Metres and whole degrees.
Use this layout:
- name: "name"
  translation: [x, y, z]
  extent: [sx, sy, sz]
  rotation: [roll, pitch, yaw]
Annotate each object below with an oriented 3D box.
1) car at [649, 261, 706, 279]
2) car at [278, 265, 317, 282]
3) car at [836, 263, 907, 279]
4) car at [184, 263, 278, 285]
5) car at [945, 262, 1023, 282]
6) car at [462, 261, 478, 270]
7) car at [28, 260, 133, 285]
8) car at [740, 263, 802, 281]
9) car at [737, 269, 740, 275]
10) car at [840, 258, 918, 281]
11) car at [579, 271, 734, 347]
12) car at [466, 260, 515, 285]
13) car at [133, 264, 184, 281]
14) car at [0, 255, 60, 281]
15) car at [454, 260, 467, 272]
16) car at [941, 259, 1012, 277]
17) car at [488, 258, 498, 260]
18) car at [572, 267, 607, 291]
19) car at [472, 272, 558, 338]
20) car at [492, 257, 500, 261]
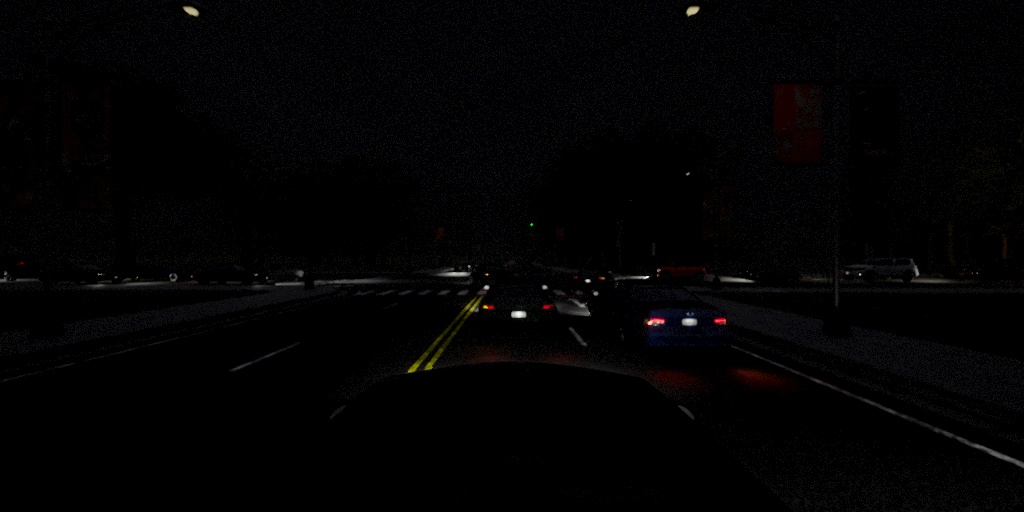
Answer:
- name: "car"
  translation: [14.590, 1.215, 31.826]
  extent: [4.553, 1.767, 2.097]
  rotation: [0, 0, -1]
- name: "car"
  translation: [-18.084, 1.319, 28.156]
  extent: [4.718, 1.301, 1.895]
  rotation: [0, 0, -1]
- name: "car"
  translation: [35.283, 1.451, 35.239]
  extent: [5.008, 1.535, 1.882]
  rotation: [0, 0, 1]
- name: "car"
  translation: [-19.396, 1.239, 24.902]
  extent: [4.674, 1.442, 1.812]
  rotation: [0, 0, -2]
- name: "car"
  translation: [42.649, 1.517, 32.034]
  extent: [4.902, 1.511, 2.128]
  rotation: [0, 0, 0]
- name: "car"
  translation: [-6.566, 1.444, 56.904]
  extent: [1.994, 1.385, 4.181]
  rotation: [0, 0, 0]
- name: "car"
  translation: [-29.720, 1.202, 24.793]
  extent: [4.674, 1.442, 1.812]
  rotation: [0, 0, -1]
- name: "car"
  translation: [23.224, 1.470, 31.923]
  extent: [4.181, 1.385, 1.994]
  rotation: [0, 0, -2]
- name: "car"
  translation: [24.794, 1.419, 35.170]
  extent: [4.892, 1.490, 1.837]
  rotation: [0, 0, -1]
- name: "car"
  translation: [32.667, 1.180, 31.981]
  extent: [5.566, 2.045, 2.150]
  rotation: [0, 0, 0]
- name: "car"
  translation: [3.351, 1.299, 9.279]
  extent: [2.033, 1.411, 5.357]
  rotation: [0, 0, 0]
- name: "car"
  translation: [-1.551, 1.277, 23.754]
  extent: [1.837, 1.490, 4.892]
  rotation: [1, 0, -16]
- name: "car"
  translation: [-27.226, 1.286, 28.068]
  extent: [4.718, 1.301, 1.895]
  rotation: [0, 0, -1]
- name: "car"
  translation: [-36.186, 1.008, 27.987]
  extent: [4.553, 1.767, 2.097]
  rotation: [0, 0, 0]
- name: "car"
  translation: [-6.587, 1.330, 47.984]
  extent: [2.128, 1.511, 4.902]
  rotation: [0, 0, 0]
- name: "car"
  translation: [45.916, 1.272, 35.283]
  extent: [5.566, 2.045, 2.150]
  rotation: [0, 0, 0]
- name: "car"
  translation: [-3.338, 1.386, 47.997]
  extent: [2.033, 1.411, 5.357]
  rotation: [0, 0, 0]
- name: "car"
  translation: [4.932, 1.342, 21.419]
  extent: [1.994, 1.385, 4.181]
  rotation: [0, 0, 23]
- name: "car"
  translation: [0.115, 1.316, 10.247]
  extent: [1.994, 1.385, 4.181]
  rotation: [0, 0, -1]
- name: "car"
  translation: [-3.313, 1.389, 57.591]
  extent: [1.837, 1.490, 4.892]
  rotation: [0, 0, 0]
